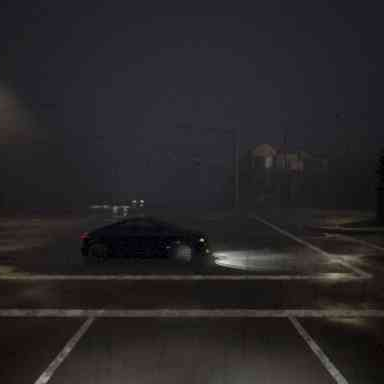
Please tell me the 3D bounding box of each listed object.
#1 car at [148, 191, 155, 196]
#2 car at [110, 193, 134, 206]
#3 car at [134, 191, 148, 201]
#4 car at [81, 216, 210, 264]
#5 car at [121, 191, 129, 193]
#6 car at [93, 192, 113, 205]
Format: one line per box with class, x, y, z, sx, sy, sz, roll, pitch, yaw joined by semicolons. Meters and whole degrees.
car;-10.563;0.509;82.709;2.150;2.045;5.566;0;0;0
car;-10.623;1.340;50.899;1.812;1.442;4.674;0;1;0
car;-10.556;0.933;67.055;1.837;1.490;4.892;0;2;0
car;-1.485;1.526;11.099;4.181;1.385;1.994;0;0;0
car;-14.053;0.753;68.877;2.097;1.767;4.553;0;1;0
car;-14.110;0.990;53.344;2.150;2.045;5.566;0;1;0
